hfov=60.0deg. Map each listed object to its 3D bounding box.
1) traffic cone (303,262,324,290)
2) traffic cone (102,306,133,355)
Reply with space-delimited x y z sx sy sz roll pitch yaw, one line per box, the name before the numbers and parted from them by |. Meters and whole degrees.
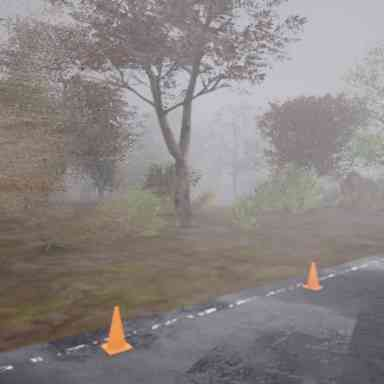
traffic cone | 2.844 1.939 7.794 0.340 0.580 0.340 0 0 -38
traffic cone | -1.087 1.957 4.818 0.340 0.580 0.340 0 0 -36
